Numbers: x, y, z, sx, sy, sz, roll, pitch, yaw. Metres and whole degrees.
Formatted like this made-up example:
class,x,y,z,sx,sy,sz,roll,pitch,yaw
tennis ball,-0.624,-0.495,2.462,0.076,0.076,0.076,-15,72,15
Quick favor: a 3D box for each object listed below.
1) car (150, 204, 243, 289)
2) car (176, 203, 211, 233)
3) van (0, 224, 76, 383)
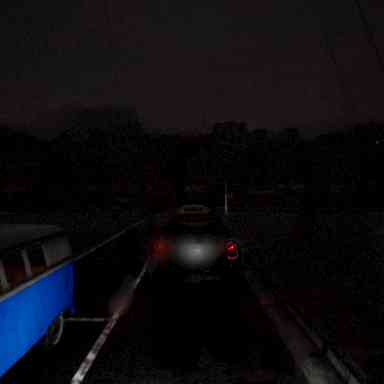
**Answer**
class,x,y,z,sx,sy,sz,roll,pitch,yaw
car,0.096,1.362,9.352,2.097,1.767,4.553,0,0,0
car,0.087,1.503,20.752,1.882,1.535,5.008,0,0,0
van,-2.648,1.345,3.583,1.690,1.788,3.998,-1,0,0
